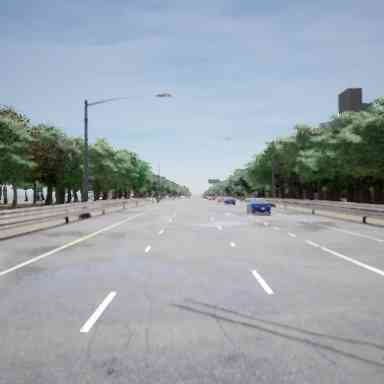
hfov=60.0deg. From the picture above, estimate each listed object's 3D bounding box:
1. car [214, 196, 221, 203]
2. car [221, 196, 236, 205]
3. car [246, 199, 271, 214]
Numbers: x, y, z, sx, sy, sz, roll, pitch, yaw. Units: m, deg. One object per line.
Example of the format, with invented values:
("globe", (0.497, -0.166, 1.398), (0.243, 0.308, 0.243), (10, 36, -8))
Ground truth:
("car", (7.240, 1.748, 80.966), (2.097, 1.767, 4.553), (0, -1, 0))
("car", (7.132, 1.717, 63.822), (1.812, 1.442, 4.674), (0, -1, 0))
("car", (7.025, 1.500, 35.365), (1.882, 1.535, 5.008), (0, 0, 0))
